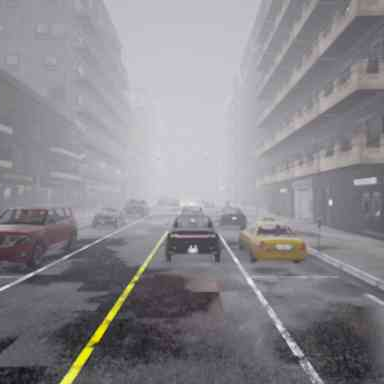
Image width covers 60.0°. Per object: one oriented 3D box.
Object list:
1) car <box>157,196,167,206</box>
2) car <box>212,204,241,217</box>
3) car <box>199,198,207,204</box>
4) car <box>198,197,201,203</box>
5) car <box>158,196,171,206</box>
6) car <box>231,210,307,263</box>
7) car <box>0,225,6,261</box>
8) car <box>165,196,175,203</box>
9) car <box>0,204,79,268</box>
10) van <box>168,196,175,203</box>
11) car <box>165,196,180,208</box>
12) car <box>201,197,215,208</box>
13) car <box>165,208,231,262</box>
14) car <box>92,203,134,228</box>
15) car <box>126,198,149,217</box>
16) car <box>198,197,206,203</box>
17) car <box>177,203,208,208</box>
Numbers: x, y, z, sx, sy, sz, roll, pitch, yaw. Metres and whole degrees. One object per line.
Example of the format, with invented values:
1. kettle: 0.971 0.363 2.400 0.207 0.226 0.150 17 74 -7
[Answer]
1. car: -5.660 1.999 63.042 1.947 1.339 4.313 1 0 0
2. car: 2.711 1.724 23.308 1.947 1.339 4.313 1 0 0
3. car: 2.725 2.081 80.323 1.752 1.417 4.829 1 0 0
4. car: 2.723 2.080 74.468 1.947 1.339 4.313 1 0 0
5. car: -5.653 1.788 68.727 2.192 1.841 5.009 1 0 0
6. car: 2.708 1.608 12.109 1.752 1.417 4.829 1 0 0
7. car: -5.673 1.567 6.026 1.752 1.417 4.829 1 0 0
8. car: -5.649 1.910 85.780 2.192 1.841 5.009 1 0 0
9. car: -5.667 1.396 11.882 2.192 1.841 5.009 1 0 0
10. van: -5.648 1.977 91.464 1.690 1.788 3.998 1 0 0
11. car: -3.040 1.874 57.790 1.882 1.535 5.008 0 0 1
12. car: 2.718 1.880 51.900 1.752 1.417 4.829 1 0 0
13. car: 0.047 1.577 12.499 2.128 1.511 4.902 0 0 0
14. car: -5.669 1.709 23.250 2.008 1.369 4.403 1 0 0
15. car: -5.661 1.551 34.621 2.192 1.841 5.009 1 0 0
16. car: 2.730 2.076 91.522 1.967 1.590 4.097 1 0 0
17. car: 0.045 1.784 26.882 1.895 1.301 4.718 0 0 1
